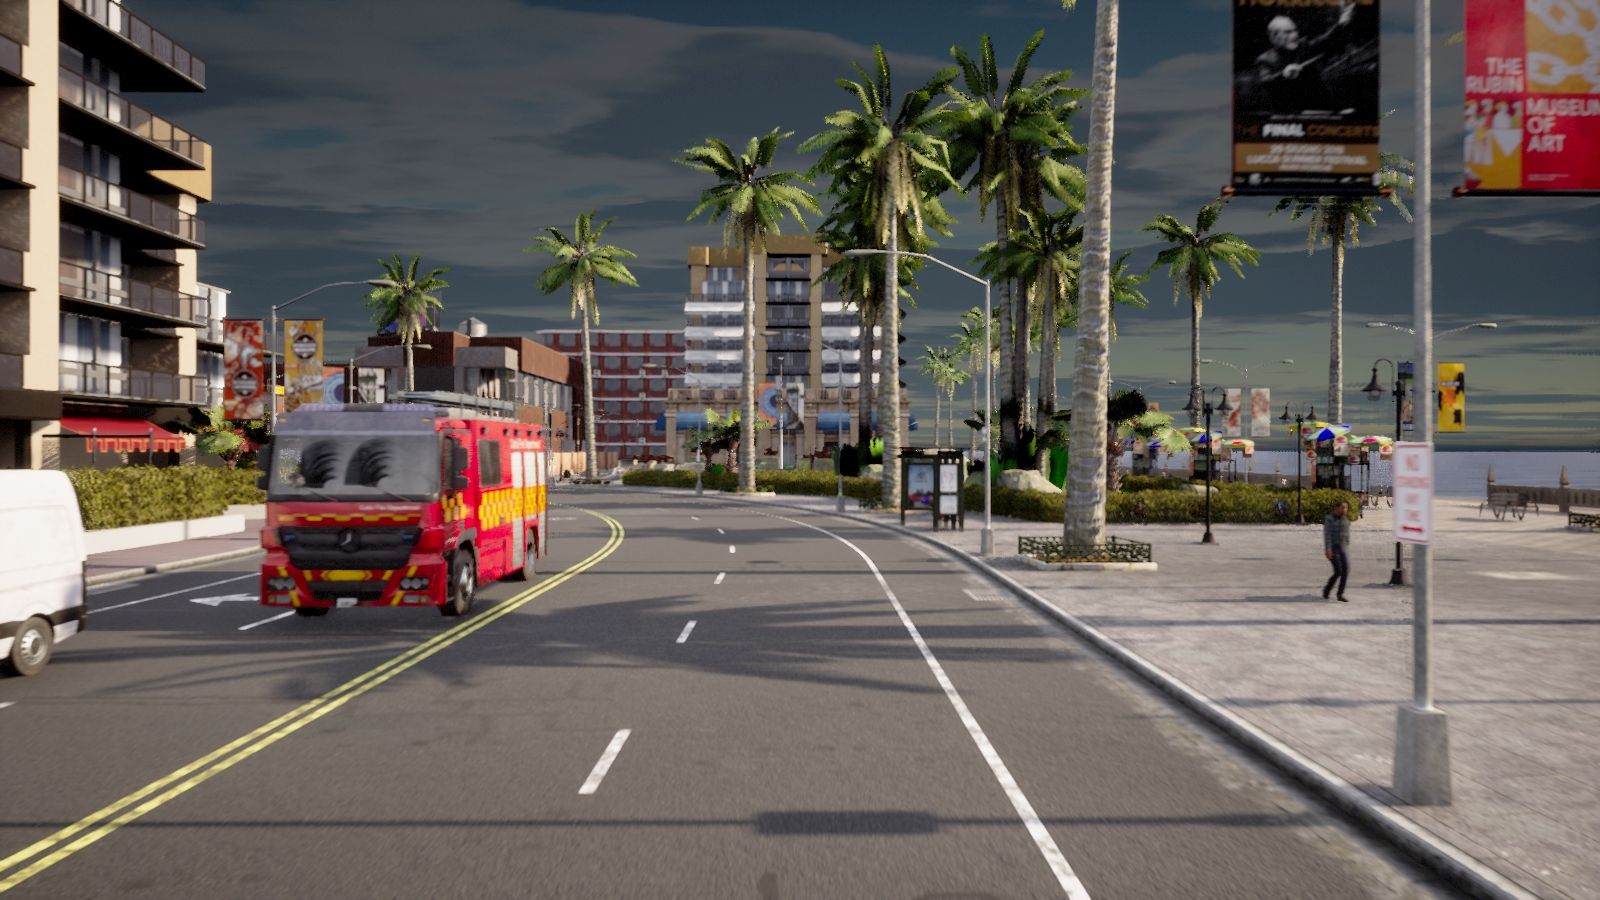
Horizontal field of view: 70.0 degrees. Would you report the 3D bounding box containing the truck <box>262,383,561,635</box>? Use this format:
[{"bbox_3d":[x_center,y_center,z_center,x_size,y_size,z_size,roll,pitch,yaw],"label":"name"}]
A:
[{"bbox_3d":[-6.792,0.889,21.607,2.891,3.827,8.468,0,0,-1],"label":"truck"}]

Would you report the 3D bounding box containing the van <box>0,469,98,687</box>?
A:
[{"bbox_3d":[-10.500,1.534,12.529,1.988,2.561,5.915,0,0,0],"label":"van"}]

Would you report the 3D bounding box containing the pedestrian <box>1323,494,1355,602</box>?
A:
[{"bbox_3d":[9.392,1.696,19.912,0.375,1.860,0.375,0,0,-7],"label":"pedestrian"}]
